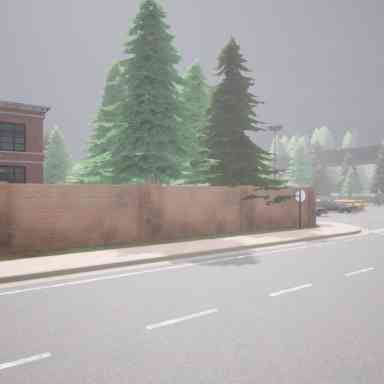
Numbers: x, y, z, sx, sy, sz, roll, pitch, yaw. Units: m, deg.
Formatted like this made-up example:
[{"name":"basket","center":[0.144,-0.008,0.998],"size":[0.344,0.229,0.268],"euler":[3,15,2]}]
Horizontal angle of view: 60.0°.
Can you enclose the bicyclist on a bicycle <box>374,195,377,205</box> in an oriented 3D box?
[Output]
[{"name":"bicyclist on a bicycle","center":[30.154,1.300,54.305],"size":[1.656,1.620,0.582],"euler":[0,0,-35]}]

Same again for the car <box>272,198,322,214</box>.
[{"name":"car","center":[11.433,1.491,36.625],"size":[2.128,1.511,4.902],"euler":[0,0,-36]}]

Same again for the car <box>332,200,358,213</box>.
[{"name":"car","center":[15.466,1.547,36.994],"size":[2.033,1.411,5.357],"euler":[0,0,-35]}]

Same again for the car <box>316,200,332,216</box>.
[{"name":"car","center":[10.302,1.547,32.148],"size":[2.033,1.411,5.357],"euler":[0,0,-35]}]
